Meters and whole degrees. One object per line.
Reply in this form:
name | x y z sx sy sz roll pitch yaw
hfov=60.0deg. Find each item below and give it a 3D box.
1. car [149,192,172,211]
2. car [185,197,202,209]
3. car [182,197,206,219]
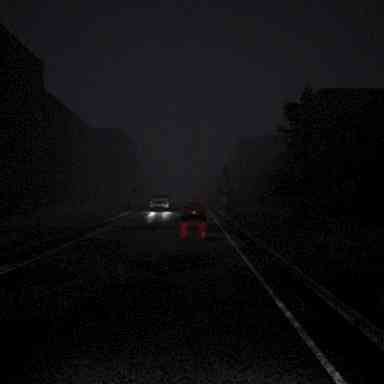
car | -3.516 1.047 38.120 2.150 2.045 5.566 0 1 0
car | 0.189 1.359 43.386 1.994 1.385 4.181 0 0 0
car | 0.156 1.372 27.753 1.882 1.535 5.008 0 0 0
